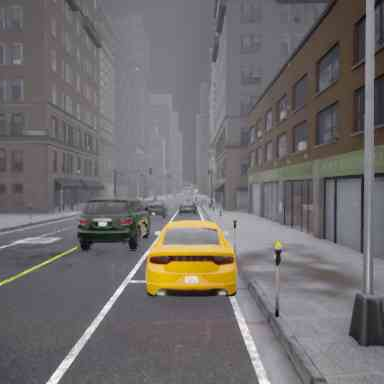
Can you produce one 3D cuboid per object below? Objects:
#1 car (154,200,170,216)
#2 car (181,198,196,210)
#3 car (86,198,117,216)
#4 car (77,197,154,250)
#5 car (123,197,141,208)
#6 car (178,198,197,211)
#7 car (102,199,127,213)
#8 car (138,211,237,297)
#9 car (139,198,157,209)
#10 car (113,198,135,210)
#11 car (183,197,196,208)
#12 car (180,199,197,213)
[{"bbox_3d":[-3.142,1.507,29.648,1.837,1.490,4.892,0,0,0],"label":"car"},{"bbox_3d":[-0.393,1.548,44.094,1.887,1.381,4.507,-1,0,0],"label":"car"},{"bbox_3d":[-8.920,1.439,33.084,1.967,1.590,4.097,-1,0,0],"label":"car"},{"bbox_3d":[-3.144,1.214,14.379,2.150,2.045,5.566,0,0,0],"label":"car"},{"bbox_3d":[-8.919,1.549,49.600,1.887,1.381,4.507,-1,0,0],"label":"car"},{"bbox_3d":[-0.393,1.565,33.084,1.947,1.339,4.313,-1,0,0],"label":"car"},{"bbox_3d":[-8.918,1.567,38.589,1.947,1.339,4.313,-1,0,0],"label":"car"},{"bbox_3d":[-0.005,1.476,8.651,1.882,1.535,5.008,0,0,0],"label":"car"},{"bbox_3d":[-6.150,1.530,46.727,1.812,1.442,4.674,0,0,0],"label":"car"},{"bbox_3d":[-8.918,1.554,44.094,2.008,1.369,4.403,-1,0,0],"label":"car"},{"bbox_3d":[-0.394,1.550,49.600,1.887,1.381,4.507,-1,0,0],"label":"car"},{"bbox_3d":[-0.393,1.546,38.589,1.887,1.381,4.507,-1,0,0],"label":"car"}]
